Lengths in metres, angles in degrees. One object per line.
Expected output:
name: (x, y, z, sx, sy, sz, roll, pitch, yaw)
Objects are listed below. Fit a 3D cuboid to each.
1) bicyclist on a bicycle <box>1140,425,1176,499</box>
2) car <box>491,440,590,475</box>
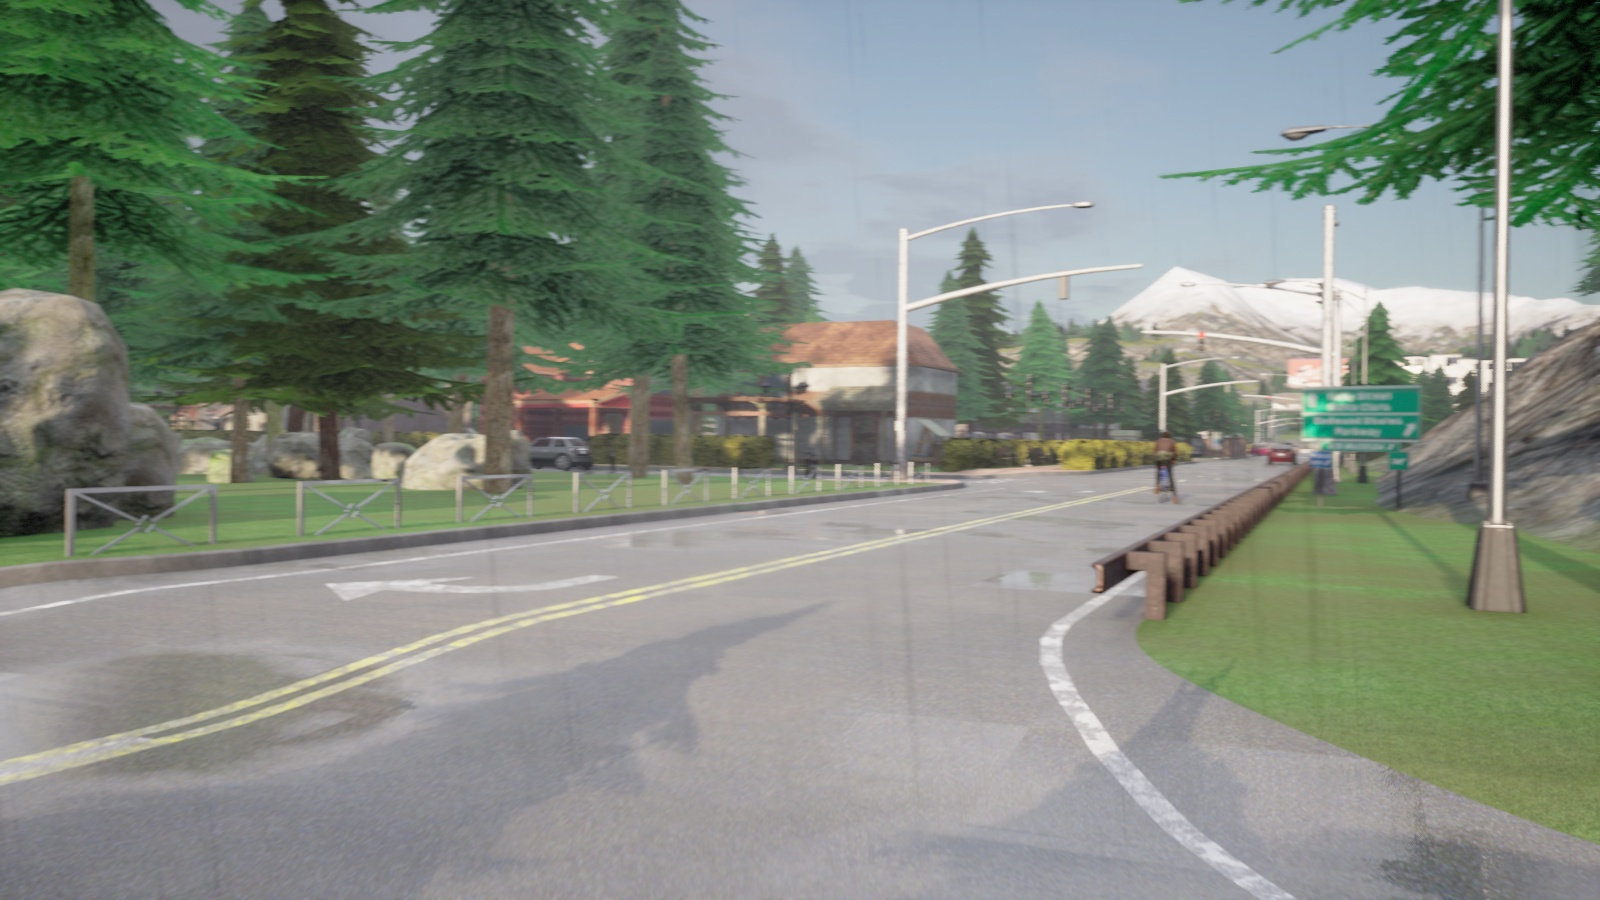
bicyclist on a bicycle: (8.134, 0.257, 28.485, 0.582, 1.620, 1.656, 0, 0, 23)
car: (-11.383, 0.325, 55.043, 3.806, 1.475, 1.970, 0, 0, 23)
